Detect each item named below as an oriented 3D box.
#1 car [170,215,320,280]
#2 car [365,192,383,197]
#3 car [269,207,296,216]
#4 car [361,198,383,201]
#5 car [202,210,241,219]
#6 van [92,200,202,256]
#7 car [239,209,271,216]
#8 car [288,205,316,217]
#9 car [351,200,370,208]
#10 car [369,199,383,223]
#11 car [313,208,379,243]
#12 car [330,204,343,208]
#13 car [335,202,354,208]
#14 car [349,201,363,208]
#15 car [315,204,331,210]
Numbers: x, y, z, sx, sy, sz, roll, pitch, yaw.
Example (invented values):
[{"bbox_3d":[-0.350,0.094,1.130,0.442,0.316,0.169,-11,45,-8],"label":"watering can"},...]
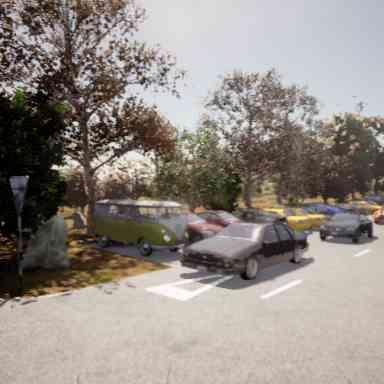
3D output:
[{"bbox_3d":[1.992,1.653,10.613,2.033,1.411,5.357,0,-1,40],"label":"car"},{"bbox_3d":[23.205,1.430,42.933,5.566,2.045,2.435,0,1,41],"label":"car"},{"bbox_3d":[3.291,1.757,19.764,4.792,1.488,2.163,0,-1,41],"label":"car"},{"bbox_3d":[19.733,1.767,38.567,5.366,1.575,1.946,0,1,41],"label":"car"},{"bbox_3d":[-0.401,1.651,15.427,4.674,1.452,2.002,0,-1,41],"label":"car"},{"bbox_3d":[-2.041,1.329,13.319,4.442,1.987,1.878,1,0,41],"label":"van"},{"bbox_3d":[1.413,1.711,17.539,4.674,1.452,2.002,0,-1,41],"label":"car"},{"bbox_3d":[4.993,1.767,21.984,5.366,1.575,1.946,0,-1,41],"label":"car"},{"bbox_3d":[14.230,1.839,32.439,4.892,1.521,2.231,0,0,41],"label":"car"},{"bbox_3d":[16.672,1.733,27.689,2.097,1.767,4.553,0,0,41],"label":"car"},{"bbox_3d":[8.589,1.830,18.302,1.812,1.442,4.674,0,-1,41],"label":"car"},{"bbox_3d":[8.708,1.859,25.978,4.792,1.488,2.163,0,0,41],"label":"car"},{"bbox_3d":[10.509,1.840,28.111,5.008,1.535,2.097,0,0,41],"label":"car"},{"bbox_3d":[12.328,1.844,30.227,5.008,1.535,2.097,0,0,41],"label":"car"},{"bbox_3d":[6.814,1.802,24.104,5.366,1.575,1.946,0,-1,41],"label":"car"}]
